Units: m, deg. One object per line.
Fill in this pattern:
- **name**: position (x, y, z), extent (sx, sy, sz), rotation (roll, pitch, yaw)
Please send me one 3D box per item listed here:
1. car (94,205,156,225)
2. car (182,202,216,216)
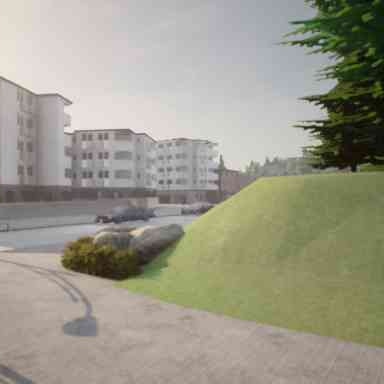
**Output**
- **car**: position (-5.304, 1.815, 27.223), extent (2.033, 1.411, 5.357), rotation (-1, -1, 36)
- **car**: position (0.883, 1.794, 35.868), extent (1.812, 1.442, 4.674), rotation (-1, 0, 36)
